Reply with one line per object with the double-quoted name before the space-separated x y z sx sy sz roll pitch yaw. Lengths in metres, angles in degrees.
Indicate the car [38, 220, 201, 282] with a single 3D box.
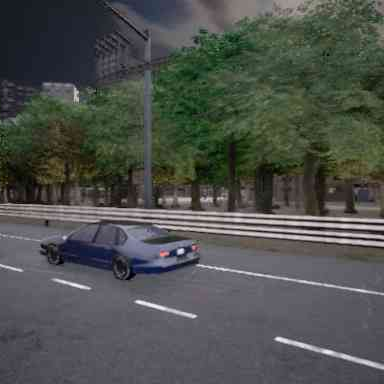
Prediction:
"car" -2.330 1.547 9.831 5.357 1.411 2.033 0 0 36
